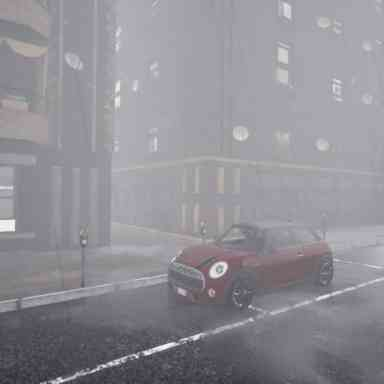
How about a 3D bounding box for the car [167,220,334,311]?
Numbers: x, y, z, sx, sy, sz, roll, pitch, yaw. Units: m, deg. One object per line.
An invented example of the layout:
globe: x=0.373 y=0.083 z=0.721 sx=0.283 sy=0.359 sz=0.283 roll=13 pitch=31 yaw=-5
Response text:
car: x=1.426 y=1.442 z=7.722 sx=4.097 sy=1.590 sz=1.967 roll=0 pitch=1 yaw=-36
